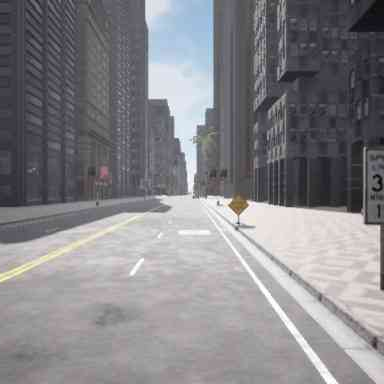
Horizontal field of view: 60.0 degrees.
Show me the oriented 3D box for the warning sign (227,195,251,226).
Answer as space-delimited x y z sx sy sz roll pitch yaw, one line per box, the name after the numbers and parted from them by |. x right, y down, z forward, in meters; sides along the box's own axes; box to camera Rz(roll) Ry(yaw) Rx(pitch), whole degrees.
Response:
2.851 1.092 20.359 1.300 1.860 1.060 0 0 0 | warning sign
